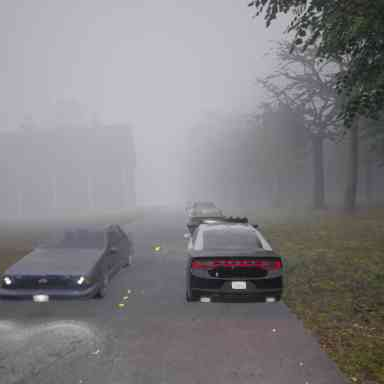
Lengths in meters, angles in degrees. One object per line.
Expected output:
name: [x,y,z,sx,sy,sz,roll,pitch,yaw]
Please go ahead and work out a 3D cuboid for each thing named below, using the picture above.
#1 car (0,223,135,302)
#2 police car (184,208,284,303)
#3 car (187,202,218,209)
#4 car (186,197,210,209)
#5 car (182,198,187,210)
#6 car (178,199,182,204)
car: [-2.754,1.560,8.731,2.033,1.411,5.357,0,0,0]
police car: [0.823,1.438,8.418,1.930,1.638,5.238,0,0,0]
car: [0.821,1.534,18.311,1.882,1.535,5.008,0,0,0]
car: [0.819,1.449,24.285,2.097,1.767,4.553,0,0,0]
car: [0.017,1.831,45.682,2.033,1.411,5.357,0,-1,1]
car: [-2.766,2.563,90.510,1.994,1.385,4.181,0,-1,0]
